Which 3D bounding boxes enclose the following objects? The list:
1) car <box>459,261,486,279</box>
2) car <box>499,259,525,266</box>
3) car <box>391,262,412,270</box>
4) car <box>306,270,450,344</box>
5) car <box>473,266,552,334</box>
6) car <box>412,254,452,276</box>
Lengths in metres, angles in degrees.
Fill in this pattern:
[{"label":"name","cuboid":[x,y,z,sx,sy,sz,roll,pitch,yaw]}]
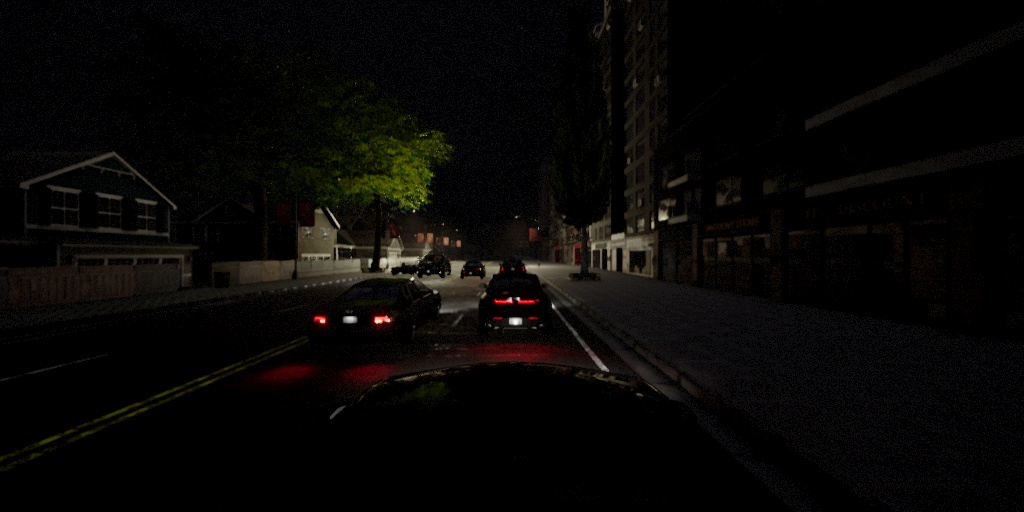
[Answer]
[{"label":"car","cuboid":[-3.241,1.160,30.340,1.812,1.442,4.674,0,0,0]},{"label":"car","cuboid":[0.018,0.993,28.812,2.097,1.767,4.553,0,0,-1]},{"label":"car","cuboid":[-9.953,1.218,34.133,1.895,1.301,4.718,0,0,0]},{"label":"car","cuboid":[-3.167,1.268,9.437,2.033,1.411,5.357,0,0,-1]},{"label":"car","cuboid":[0.073,1.221,10.532,1.837,1.490,4.892,0,0,0]},{"label":"car","cuboid":[-6.695,0.848,31.381,2.150,2.045,5.566,0,1,0]}]
